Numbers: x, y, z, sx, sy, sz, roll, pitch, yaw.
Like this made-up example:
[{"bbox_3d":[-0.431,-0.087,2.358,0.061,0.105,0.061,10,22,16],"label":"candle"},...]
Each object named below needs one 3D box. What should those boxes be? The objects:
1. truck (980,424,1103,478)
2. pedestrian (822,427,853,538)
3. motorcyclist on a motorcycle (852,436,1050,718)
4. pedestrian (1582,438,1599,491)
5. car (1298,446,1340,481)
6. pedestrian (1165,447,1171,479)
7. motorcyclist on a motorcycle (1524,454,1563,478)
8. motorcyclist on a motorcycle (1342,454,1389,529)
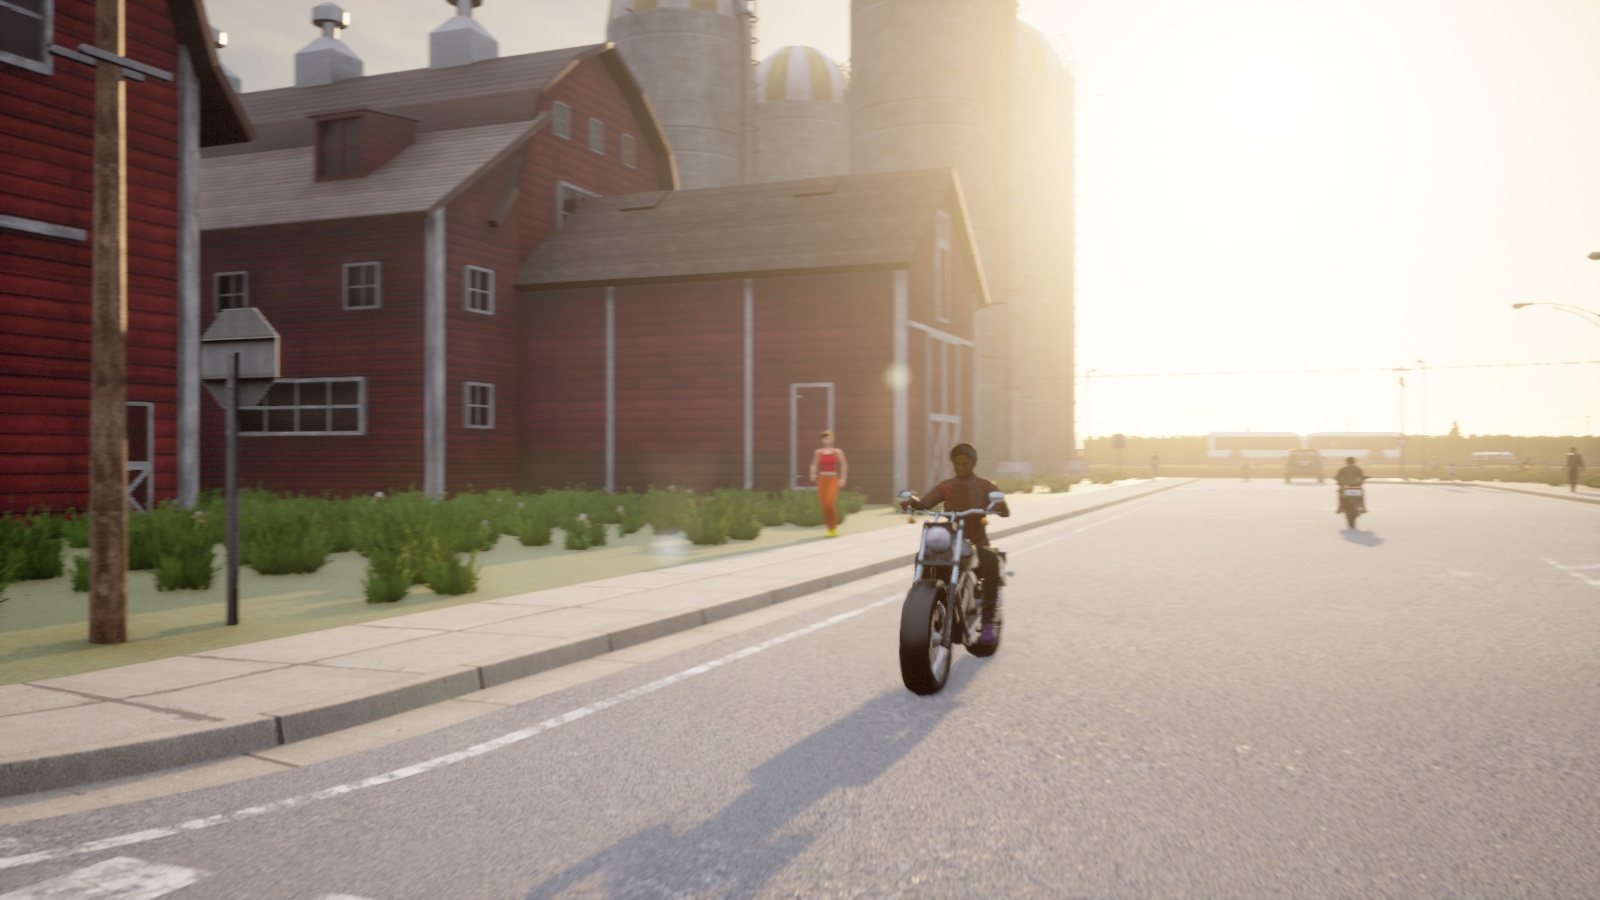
[{"bbox_3d":[17.741,0.096,92.504,8.468,3.827,2.891,0,0,22],"label":"truck"},{"bbox_3d":[0.628,0.537,21.017,0.345,1.836,0.594,0,0,18],"label":"pedestrian"},{"bbox_3d":[1.106,0.748,8.589,0.766,1.649,2.350,0,0,21],"label":"motorcyclist on a motorcycle"},{"bbox_3d":[29.371,0.553,46.633,0.423,1.949,0.788,0,0,21],"label":"pedestrian"},{"bbox_3d":[30.828,0.793,74.704,2.150,2.045,5.566,0,0,21],"label":"car"},{"bbox_3d":[21.346,0.768,72.843,0.345,1.836,0.594,0,0,14],"label":"pedestrian"},{"bbox_3d":[47.528,1.004,80.304,2.044,1.523,0.797,0,0,22],"label":"motorcyclist on a motorcycle"},{"bbox_3d":[11.812,0.839,26.275,0.797,1.523,2.044,0,0,21],"label":"motorcyclist on a motorcycle"}]
